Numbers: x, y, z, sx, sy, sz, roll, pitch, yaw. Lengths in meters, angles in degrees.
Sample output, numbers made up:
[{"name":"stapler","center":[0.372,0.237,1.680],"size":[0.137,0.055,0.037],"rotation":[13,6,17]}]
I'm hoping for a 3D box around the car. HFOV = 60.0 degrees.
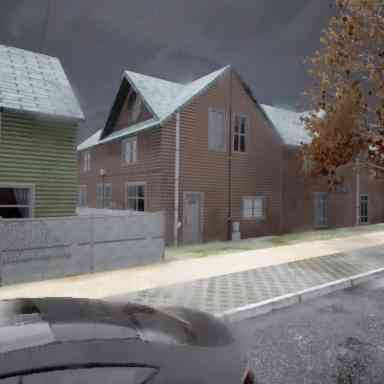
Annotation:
[{"name":"car","center":[-1.588,1.525,1.938],"size":[4.674,1.442,1.812],"rotation":[0,0,-36]}]
